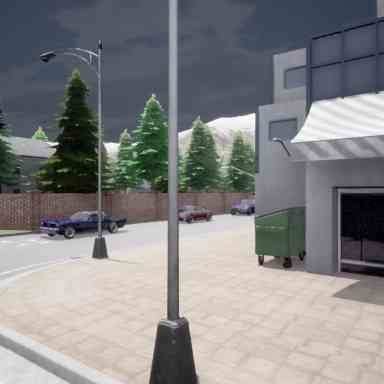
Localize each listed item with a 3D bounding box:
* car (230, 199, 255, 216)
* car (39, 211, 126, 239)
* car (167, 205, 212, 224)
[{"bbox_3d":[5.873,1.528,35.098,2.097,1.767,4.553,0,0,37],"label":"car"},{"bbox_3d":[-6.100,1.777,18.949,1.895,1.301,4.718,0,0,37],"label":"car"},{"bbox_3d":[-0.118,1.740,27.015,1.994,1.385,4.181,0,0,37],"label":"car"}]
